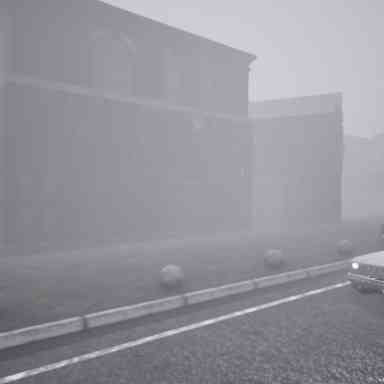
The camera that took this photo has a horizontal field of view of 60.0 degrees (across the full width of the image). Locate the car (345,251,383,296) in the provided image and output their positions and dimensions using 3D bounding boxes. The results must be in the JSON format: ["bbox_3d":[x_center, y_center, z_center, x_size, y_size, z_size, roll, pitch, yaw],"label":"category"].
[{"bbox_3d":[5.580,1.642,7.595,4.718,1.301,1.895,1,0,-35],"label":"car"}]
